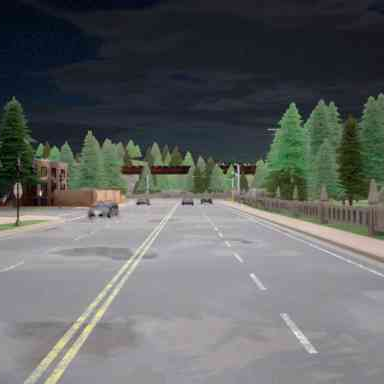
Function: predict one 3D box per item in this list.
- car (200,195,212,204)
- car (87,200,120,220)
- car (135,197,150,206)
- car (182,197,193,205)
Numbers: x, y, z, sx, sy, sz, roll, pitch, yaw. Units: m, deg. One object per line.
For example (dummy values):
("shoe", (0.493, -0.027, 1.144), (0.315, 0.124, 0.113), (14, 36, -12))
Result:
("car", (2.680, 1.352, 62.983), (2.097, 1.767, 4.553), (0, 0, -1))
("car", (-7.511, 1.491, 28.586), (2.128, 1.511, 4.902), (0, 0, -1))
("car", (-7.873, 1.564, 53.674), (1.994, 1.385, 4.181), (0, 0, -1))
("car", (-0.764, 1.564, 59.179), (1.994, 1.385, 4.181), (0, 0, -1))
